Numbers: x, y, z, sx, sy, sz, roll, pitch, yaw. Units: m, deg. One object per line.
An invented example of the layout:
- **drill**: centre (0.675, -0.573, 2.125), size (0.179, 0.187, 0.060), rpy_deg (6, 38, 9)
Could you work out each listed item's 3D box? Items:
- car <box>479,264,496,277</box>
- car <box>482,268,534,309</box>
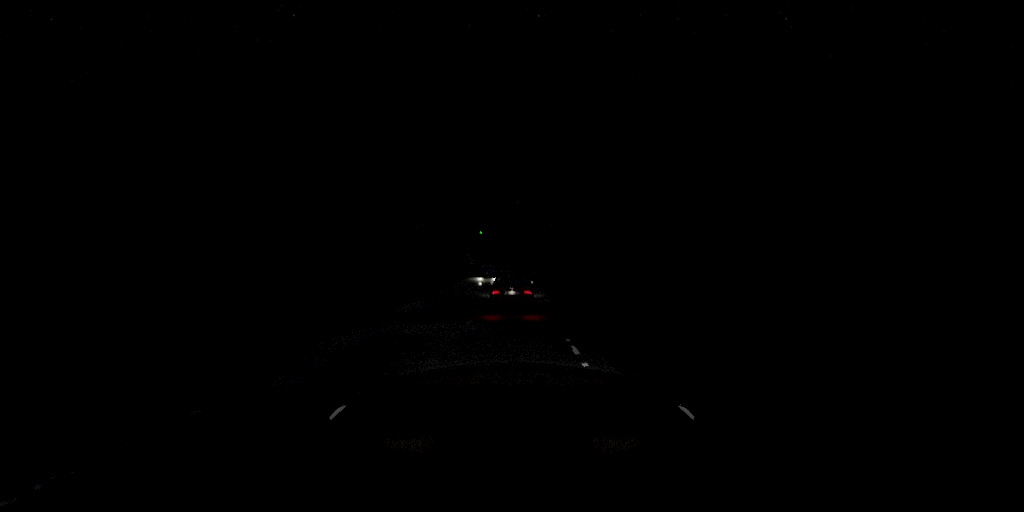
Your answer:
- **car**: centre (-2.769, 1.676, 42.167), size (1.882, 1.535, 5.008), rpy_deg (0, -1, 0)
- **car**: centre (-0.004, 1.442, 15.880), size (2.033, 1.411, 5.357), rpy_deg (0, -1, 0)
